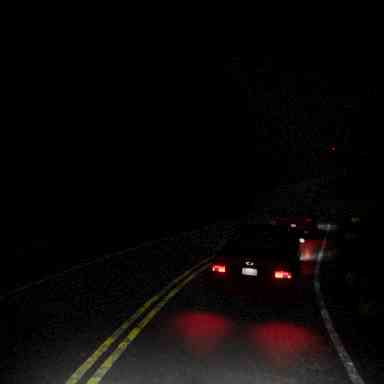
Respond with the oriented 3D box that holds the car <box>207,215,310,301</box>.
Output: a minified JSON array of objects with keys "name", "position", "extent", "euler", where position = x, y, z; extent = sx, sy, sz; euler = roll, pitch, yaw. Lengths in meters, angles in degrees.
[{"name":"car","position":[1.859,1.549,8.630],"extent":[2.033,1.411,5.357],"euler":[2,0,18]}]

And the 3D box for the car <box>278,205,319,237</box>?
[{"name":"car","position":[5.931,1.486,18.482],"extent":[1.882,1.535,5.008],"euler":[2,1,23]}]
